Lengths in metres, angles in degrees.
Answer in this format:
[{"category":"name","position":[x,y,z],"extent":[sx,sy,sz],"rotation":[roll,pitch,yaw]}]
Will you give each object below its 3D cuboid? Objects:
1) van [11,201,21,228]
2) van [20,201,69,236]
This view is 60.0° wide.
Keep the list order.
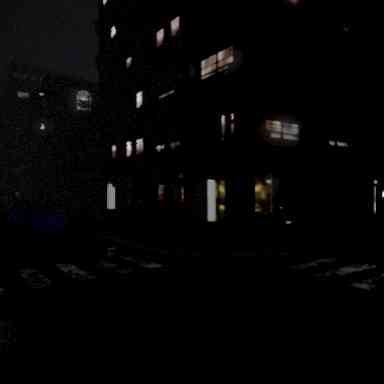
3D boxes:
[{"category":"van","position":[-11.654,1.535,23.583],"extent":[1.690,1.788,3.998],"rotation":[-2,0,-36]},{"category":"van","position":[-8.394,1.477,19.106],"extent":[1.690,1.788,3.998],"rotation":[-2,0,-36]}]
